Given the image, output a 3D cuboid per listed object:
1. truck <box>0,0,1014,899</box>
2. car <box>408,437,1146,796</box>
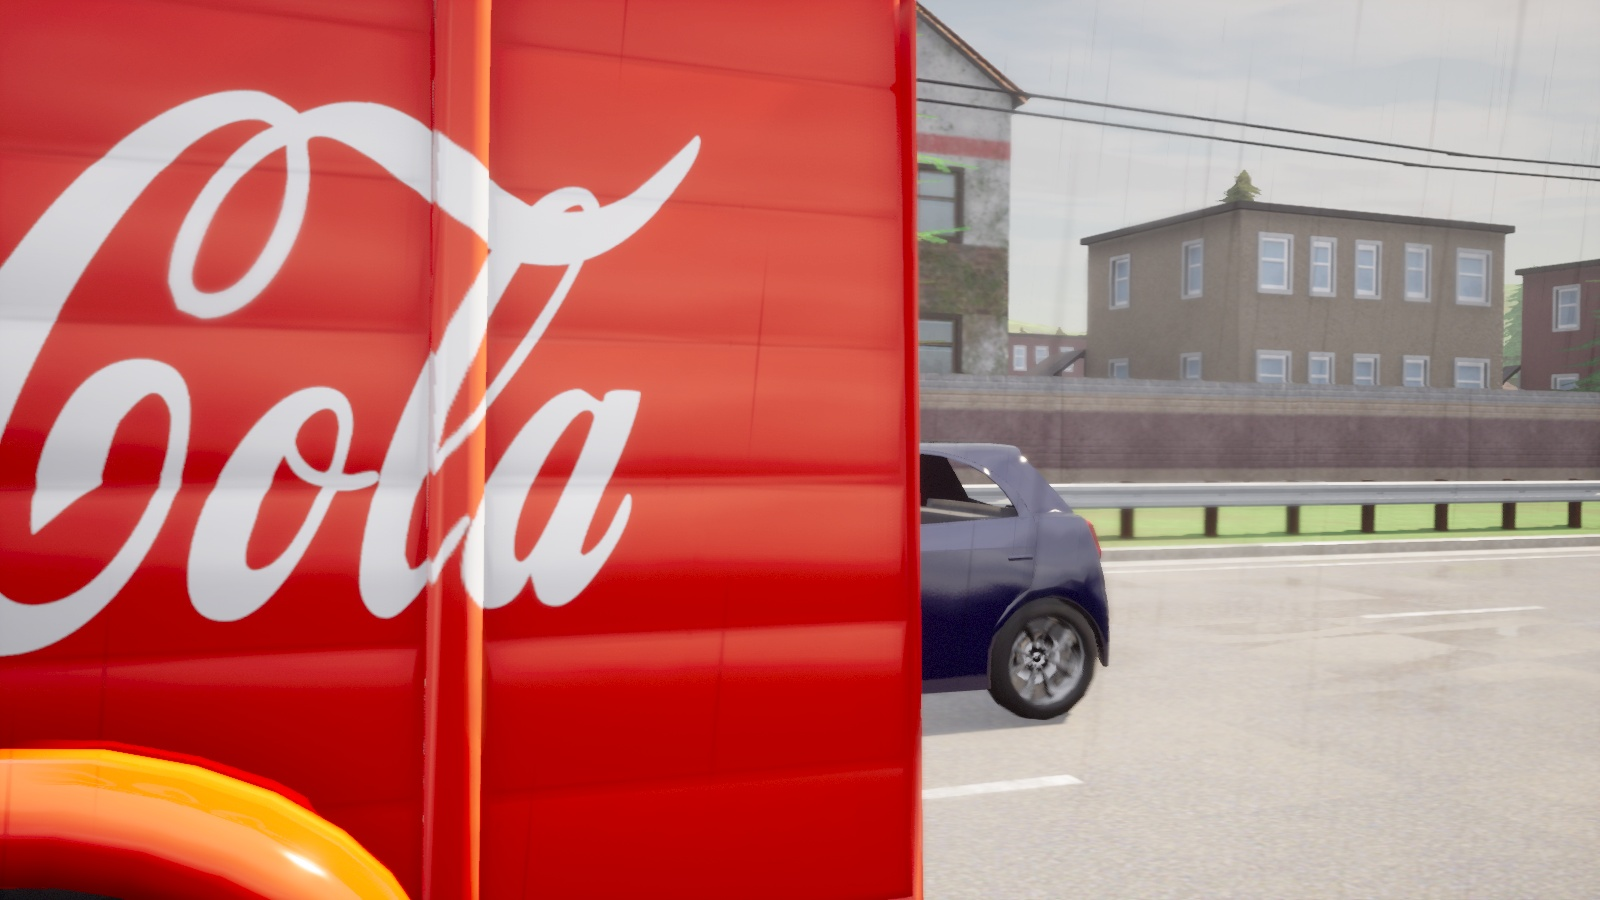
[{"bbox_3d":[-2.569,0.302,2.258,5.204,2.467,2.627,-1,1,-21],"label":"truck"},{"bbox_3d":[-0.186,0.701,6.912,3.633,1.501,1.845,-1,1,-21],"label":"car"}]
